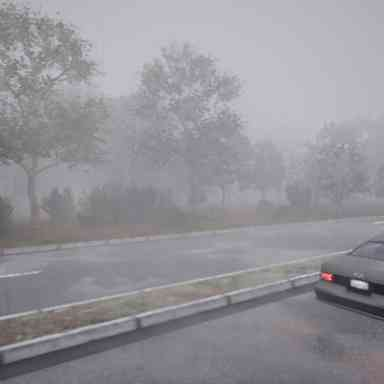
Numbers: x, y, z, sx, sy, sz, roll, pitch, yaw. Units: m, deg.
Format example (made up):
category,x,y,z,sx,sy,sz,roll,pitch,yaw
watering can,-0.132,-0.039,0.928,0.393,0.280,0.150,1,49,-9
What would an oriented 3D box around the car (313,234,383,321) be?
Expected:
category,x,y,z,sx,sy,sz,roll,pitch,yaw
car,4.741,1.535,6.829,5.357,1.411,2.033,0,0,-36
